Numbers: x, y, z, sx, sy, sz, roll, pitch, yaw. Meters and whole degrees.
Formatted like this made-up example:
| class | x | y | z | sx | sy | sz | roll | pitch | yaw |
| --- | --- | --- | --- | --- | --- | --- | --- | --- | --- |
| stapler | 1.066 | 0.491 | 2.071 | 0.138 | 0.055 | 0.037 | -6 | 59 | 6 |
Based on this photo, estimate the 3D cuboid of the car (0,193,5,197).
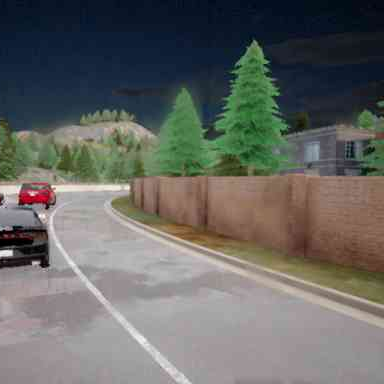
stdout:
| class | x | y | z | sx | sy | sz | roll | pitch | yaw |
| --- | --- | --- | --- | --- | --- | --- | --- | --- | --- |
| car | -15.395 | 0.468 | 24.874 | 2.128 | 1.511 | 4.902 | 1 | 2 | -17 |

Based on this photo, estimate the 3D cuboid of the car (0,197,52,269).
| class | x | y | z | sx | sy | sz | roll | pitch | yaw |
| --- | --- | --- | --- | --- | --- | --- | --- | --- | --- |
| car | -5.239 | 1.104 | 9.438 | 1.882 | 1.535 | 5.008 | 0 | 2 | -29 |

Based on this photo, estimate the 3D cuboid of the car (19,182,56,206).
| class | x | y | z | sx | sy | sz | roll | pitch | yaw |
| --- | --- | --- | --- | --- | --- | --- | --- | --- | --- |
| car | -12.379 | 0.220 | 26.853 | 2.150 | 2.045 | 5.566 | 1 | 2 | -16 |
